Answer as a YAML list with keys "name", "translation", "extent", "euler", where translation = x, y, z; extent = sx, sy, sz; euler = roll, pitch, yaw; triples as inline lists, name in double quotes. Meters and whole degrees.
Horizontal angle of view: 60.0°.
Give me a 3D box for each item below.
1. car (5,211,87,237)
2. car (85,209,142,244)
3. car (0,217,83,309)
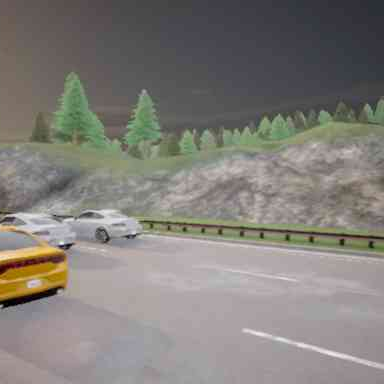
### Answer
- name: "car"
  translation: [-6.394, 1.511, 12.775]
  extent: [4.674, 1.442, 1.812]
  euler: [0, 0, 34]
- name: "car"
  translation: [-4.412, 1.511, 15.658]
  extent: [4.674, 1.442, 1.812]
  euler: [0, 0, 34]
- name: "car"
  translation: [-4.821, 1.468, 7.390]
  extent: [5.008, 1.535, 1.882]
  euler: [0, 0, 36]
